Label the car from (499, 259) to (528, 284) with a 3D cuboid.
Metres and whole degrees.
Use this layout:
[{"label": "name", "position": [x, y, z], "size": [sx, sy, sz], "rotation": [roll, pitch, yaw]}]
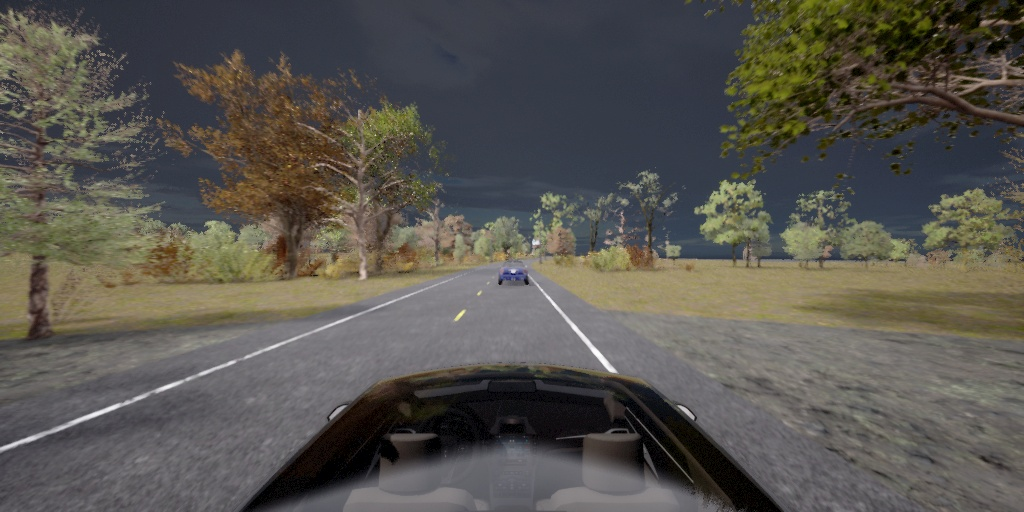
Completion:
[{"label": "car", "position": [0.097, 1.115, 27.091], "size": [2.097, 1.767, 4.553], "rotation": [0, 0, 0]}]
